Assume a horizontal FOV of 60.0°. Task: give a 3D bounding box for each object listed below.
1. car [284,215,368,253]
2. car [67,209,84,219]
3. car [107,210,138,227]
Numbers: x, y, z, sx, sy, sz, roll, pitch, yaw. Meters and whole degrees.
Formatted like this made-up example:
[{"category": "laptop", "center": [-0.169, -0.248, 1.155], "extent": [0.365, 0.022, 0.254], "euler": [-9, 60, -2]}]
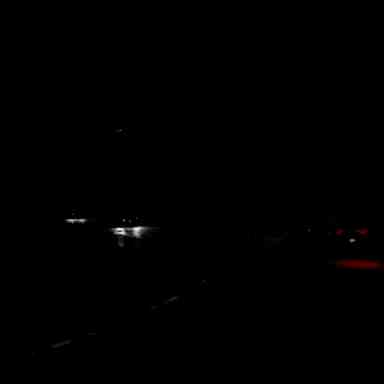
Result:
[{"category": "car", "center": [5.898, 1.812, 15.323], "extent": [1.882, 1.535, 5.008], "euler": [0, -2, -7]}, {"category": "car", "center": [-18.377, 3.457, 52.228], "extent": [1.882, 1.535, 5.008], "euler": [0, -3, -30]}, {"category": "car", "center": [-6.880, 2.552, 32.574], "extent": [1.837, 1.490, 4.892], "euler": [0, -2, -30]}]
